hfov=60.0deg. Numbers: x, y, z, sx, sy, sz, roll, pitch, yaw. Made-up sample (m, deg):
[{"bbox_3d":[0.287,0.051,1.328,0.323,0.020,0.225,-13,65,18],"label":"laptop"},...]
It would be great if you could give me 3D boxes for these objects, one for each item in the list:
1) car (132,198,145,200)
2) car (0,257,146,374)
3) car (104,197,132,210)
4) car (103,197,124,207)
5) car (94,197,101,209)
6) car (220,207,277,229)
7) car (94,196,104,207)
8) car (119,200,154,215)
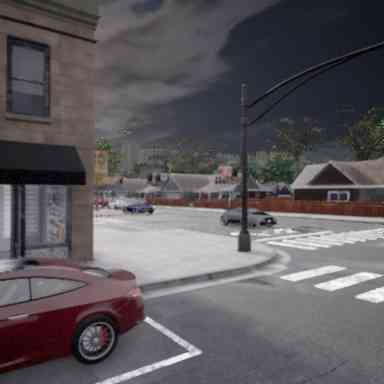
[{"bbox_3d":[-8.765,1.719,52.374,2.097,1.767,4.553,0,0,-35],"label":"car"},{"bbox_3d":[-2.641,1.583,4.304,4.206,1.307,1.802,0,0,-35],"label":"car"},{"bbox_3d":[-11.252,1.881,50.313,1.812,1.442,4.674,0,0,-35],"label":"car"},{"bbox_3d":[-14.299,1.773,60.139,2.097,1.767,4.553,0,0,-35],"label":"car"},{"bbox_3d":[-16.230,1.909,51.641,1.837,1.490,4.892,0,0,-35],"label":"car"},{"bbox_3d":[3.861,1.721,23.245,1.994,1.385,4.181,0,0,-36],"label":"car"},{"bbox_3d":[-16.982,1.632,58.304,2.150,2.045,5.566,0,0,-35],"label":"car"},{"bbox_3d":[-6.057,1.864,37.184,1.895,1.301,4.718,0,0,-35],"label":"car"}]
